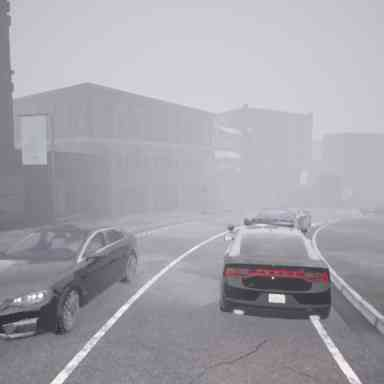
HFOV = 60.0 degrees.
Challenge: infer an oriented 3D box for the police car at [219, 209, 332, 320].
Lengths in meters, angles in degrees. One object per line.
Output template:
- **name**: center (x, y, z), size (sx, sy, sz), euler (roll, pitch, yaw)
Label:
- **police car**: center (1.745, 1.438, 7.653), size (1.930, 1.638, 5.238), euler (1, 0, 10)

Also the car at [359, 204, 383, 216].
- **car**: center (22.479, 2.130, 40.366), size (5.357, 1.411, 2.033), euler (2, 3, -32)

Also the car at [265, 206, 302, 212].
- **car**: center (4.258, 1.531, 16.667), size (1.882, 1.535, 5.008), euler (2, 0, 21)

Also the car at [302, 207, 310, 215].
- **car**: center (6.618, 1.626, 21.837), size (1.812, 1.442, 4.674), euler (2, 1, 28)

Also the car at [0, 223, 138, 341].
- **car**: center (-2.568, 1.459, 6.856), size (2.128, 1.511, 4.902), euler (0, 0, 9)
